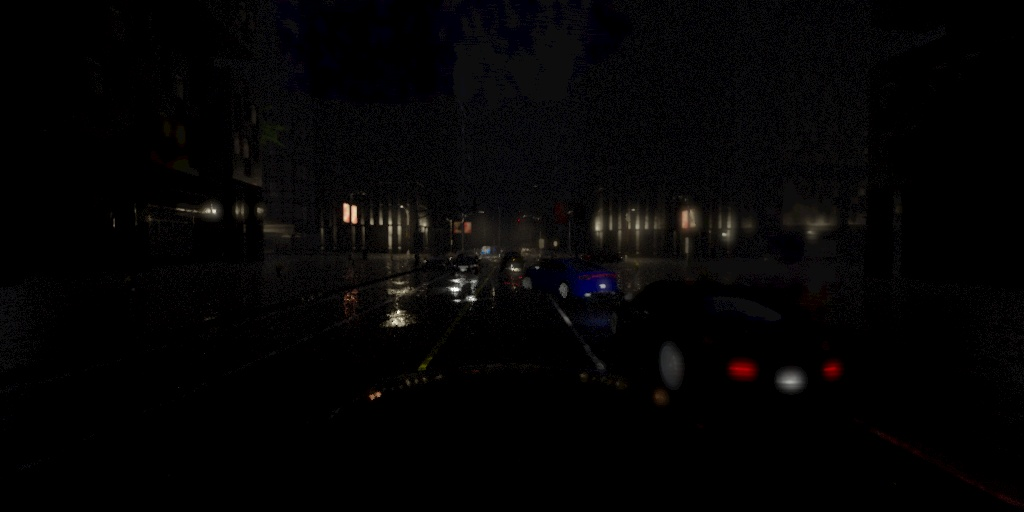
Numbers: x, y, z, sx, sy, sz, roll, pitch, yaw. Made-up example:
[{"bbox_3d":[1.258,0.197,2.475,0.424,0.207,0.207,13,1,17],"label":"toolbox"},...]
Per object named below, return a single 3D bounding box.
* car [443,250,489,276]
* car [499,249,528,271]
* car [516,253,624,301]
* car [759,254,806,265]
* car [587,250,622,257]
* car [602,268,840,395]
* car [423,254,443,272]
[{"bbox_3d":[-3.065,0.534,24.909,2.128,1.511,4.902,0,2,0],"label":"car"},{"bbox_3d":[0.077,0.416,29.244,1.837,1.490,4.892,0,2,0],"label":"car"},{"bbox_3d":[2.177,0.827,14.815,1.882,1.535,5.008,-1,2,-24],"label":"car"},{"bbox_3d":[38.124,0.516,50.042,4.902,1.511,2.128,1,2,1],"label":"car"},{"bbox_3d":[11.163,0.061,43.305,4.553,1.767,2.097,1,2,-4],"label":"car"},{"bbox_3d":[3.150,1.133,6.342,1.812,1.442,4.674,0,2,0],"label":"car"},{"bbox_3d":[-5.753,0.497,28.065,2.007,1.370,4.403,0,0,0],"label":"car"}]
